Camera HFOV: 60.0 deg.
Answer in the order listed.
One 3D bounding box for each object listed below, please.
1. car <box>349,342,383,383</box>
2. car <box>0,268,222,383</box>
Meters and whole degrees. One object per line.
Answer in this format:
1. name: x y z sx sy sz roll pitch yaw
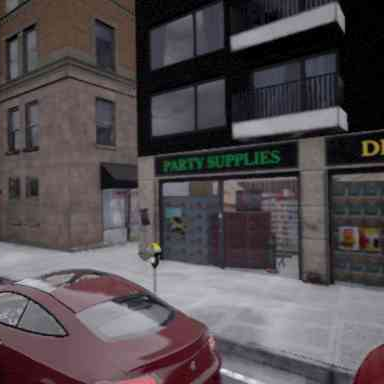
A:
1. car: 2.969 1.290 0.741 5.009 1.841 2.192 -1 -1 36
2. car: -1.647 1.623 4.032 4.206 1.307 1.802 -1 -1 36
